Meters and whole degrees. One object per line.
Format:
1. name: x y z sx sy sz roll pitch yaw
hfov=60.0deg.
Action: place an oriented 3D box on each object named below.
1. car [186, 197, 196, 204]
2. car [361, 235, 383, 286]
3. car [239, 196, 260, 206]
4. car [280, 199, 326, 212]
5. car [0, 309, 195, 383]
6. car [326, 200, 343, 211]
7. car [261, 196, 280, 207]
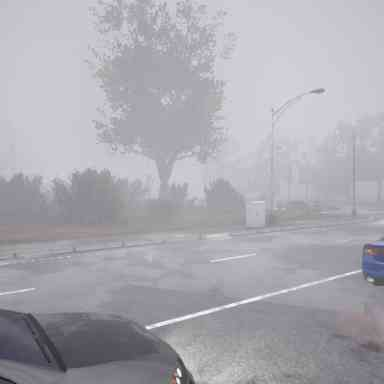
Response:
1. car: -1.169 1.452 60.663 1.812 1.442 4.674 0 0 -34
2. car: 6.159 1.478 8.178 5.008 1.535 1.882 0 0 -36
3. car: 6.949 1.206 48.405 2.150 2.045 5.566 0 1 -33
4. car: 12.947 1.564 39.036 1.994 1.385 4.181 0 0 -32
5. car: -1.975 1.564 2.329 4.181 1.385 1.994 0 0 -36
6. car: 15.953 1.601 40.833 1.895 1.301 4.718 0 0 -33
7. car: 11.155 1.344 48.326 2.097 1.767 4.553 0 0 -33
